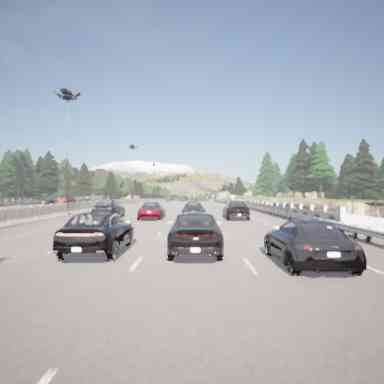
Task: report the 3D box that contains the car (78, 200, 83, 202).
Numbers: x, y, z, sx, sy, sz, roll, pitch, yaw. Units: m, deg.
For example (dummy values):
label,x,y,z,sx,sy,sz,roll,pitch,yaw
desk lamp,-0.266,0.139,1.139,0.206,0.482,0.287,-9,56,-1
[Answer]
label,x,y,z,sx,sy,sz,roll,pitch,yaw
car,-20.933,1.811,64.847,2.033,1.411,5.357,0,-1,0

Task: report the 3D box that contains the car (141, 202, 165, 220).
label,x,y,z,sx,sy,sz,roll,pitch,yaw
car,-3.373,1.538,28.048,1.994,1.385,4.181,0,0,0

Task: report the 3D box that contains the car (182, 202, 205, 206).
label,x,y,z,sx,sy,sz,roll,pitch,yaw
car,0.127,1.539,28.321,1.994,1.385,4.181,0,0,0

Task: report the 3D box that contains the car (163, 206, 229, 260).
label,x,y,z,sx,sy,sz,roll,pitch,yaw
car,0.109,1.494,12.368,1.837,1.490,4.892,0,0,0

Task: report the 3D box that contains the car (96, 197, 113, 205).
label,x,y,z,sx,sy,sz,roll,pitch,yaw
car,-17.429,1.824,66.690,2.128,1.511,4.902,0,-1,0

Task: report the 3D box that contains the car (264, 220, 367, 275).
label,x,y,z,sx,sy,sz,roll,pitch,yaw
car,3.605,1.556,10.436,1.994,1.385,4.181,0,0,0

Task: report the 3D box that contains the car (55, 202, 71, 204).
label,x,y,z,sx,sy,sz,roll,pitch,yaw
car,-24.431,1.492,64.804,2.150,2.045,5.566,0,-1,0

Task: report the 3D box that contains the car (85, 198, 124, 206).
label,x,y,z,sx,sy,sz,roll,pitch,yaw
car,-6.874,1.464,27.663,2.128,1.511,4.902,0,0,0

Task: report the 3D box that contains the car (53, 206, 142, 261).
label,x,y,z,sx,sy,sz,roll,pitch,yaw
car,-3.391,1.479,12.197,2.128,1.511,4.902,0,0,0

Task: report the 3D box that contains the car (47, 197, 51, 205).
label,x,y,z,sx,sy,sz,roll,pitch,yaw
car,-27.931,1.790,64.833,1.812,1.442,4.674,0,-1,0

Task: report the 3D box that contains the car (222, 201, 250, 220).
label,x,y,z,sx,sy,sz,roll,pitch,yaw
car,3.626,1.482,27.784,1.837,1.490,4.892,0,0,0
